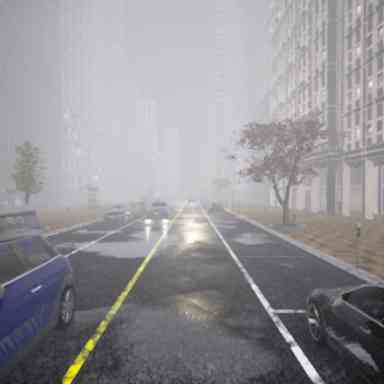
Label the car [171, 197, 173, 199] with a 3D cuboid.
[{"bbox_3d":[-5.748,1.841,71.013,2.008,1.369,4.403,-1,0,0],"label":"car"}]

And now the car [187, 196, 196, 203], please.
[{"bbox_3d":[-0.052,1.767,80.502,2.033,1.411,5.357,0,0,0],"label":"car"}]

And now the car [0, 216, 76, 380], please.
[{"bbox_3d":[-3.092,1.366,3.948,2.097,1.767,4.553,0,0,0],"label":"car"}]

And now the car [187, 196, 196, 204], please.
[{"bbox_3d":[-0.044,1.778,70.144,2.033,1.411,5.357,0,0,0],"label":"car"}]

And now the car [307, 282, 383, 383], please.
[{"bbox_3d":[2.677,1.577,3.518,1.947,1.339,4.313,-1,0,0],"label":"car"}]

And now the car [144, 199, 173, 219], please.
[{"bbox_3d":[-3.025,1.638,30.940,1.812,1.442,4.674,0,0,0],"label":"car"}]

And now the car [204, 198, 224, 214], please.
[{"bbox_3d":[2.655,1.719,37.269,1.802,1.307,4.206,-1,0,0],"label":"car"}]

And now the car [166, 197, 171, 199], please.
[{"bbox_3d":[-5.743,1.814,65.388,2.008,1.369,4.403,-1,0,0],"label":"car"}]

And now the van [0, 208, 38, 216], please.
[{"bbox_3d":[-5.710,1.372,9.139,1.690,1.788,3.998,-1,0,0],"label":"van"}]

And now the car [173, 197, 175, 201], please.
[{"bbox_3d":[-5.762,1.954,93.512,2.008,1.369,4.403,-1,0,0],"label":"car"}]

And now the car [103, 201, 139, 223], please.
[{"bbox_3d":[-5.718,1.643,26.013,2.008,1.369,4.403,-1,0,0],"label":"car"}]

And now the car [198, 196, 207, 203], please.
[{"bbox_3d":[2.623,1.785,82.269,1.967,1.590,4.097,-1,0,0],"label":"car"}]

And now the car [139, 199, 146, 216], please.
[{"bbox_3d":[-5.722,1.639,31.469,1.752,1.417,4.829,-1,0,0],"label":"car"}]

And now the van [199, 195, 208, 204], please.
[{"bbox_3d":[2.629,1.630,71.020,1.690,1.788,3.998,-1,0,0],"label":"van"}]

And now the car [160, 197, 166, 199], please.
[{"bbox_3d":[-5.736,1.756,54.137,1.887,1.381,4.507,-1,0,0],"label":"car"}]
